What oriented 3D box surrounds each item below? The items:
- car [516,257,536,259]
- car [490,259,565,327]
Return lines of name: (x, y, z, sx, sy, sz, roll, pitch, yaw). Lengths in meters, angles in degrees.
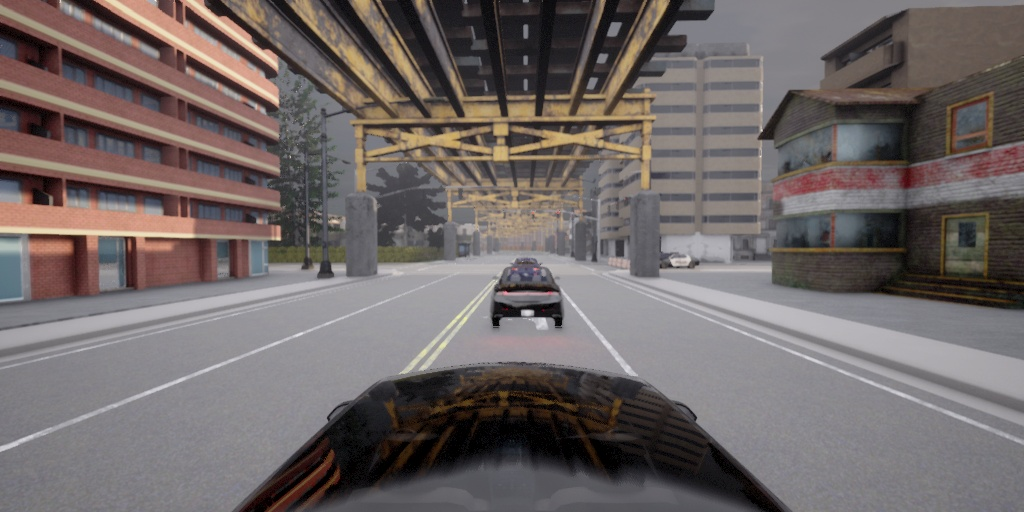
car: (0.829, 0.798, 21.100, 1.812, 1.442, 4.674, 0, 2, 3)
car: (0.423, 1.030, 10.614, 2.128, 1.511, 4.902, 0, 2, 2)
